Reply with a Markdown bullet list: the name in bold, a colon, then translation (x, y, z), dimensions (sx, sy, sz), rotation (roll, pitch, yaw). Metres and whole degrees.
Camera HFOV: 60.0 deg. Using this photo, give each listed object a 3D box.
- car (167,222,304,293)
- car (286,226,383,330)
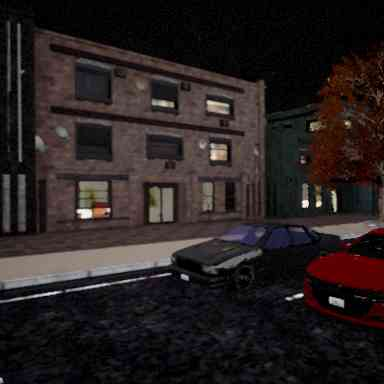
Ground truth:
- **car**: translation (2.017, 1.548, 9.080), dimensions (5.357, 1.411, 2.033), rotation (0, 0, -35)
- **car**: translation (4.343, 1.481, 6.749), dimensions (5.008, 1.535, 1.882), rotation (0, 0, -35)
